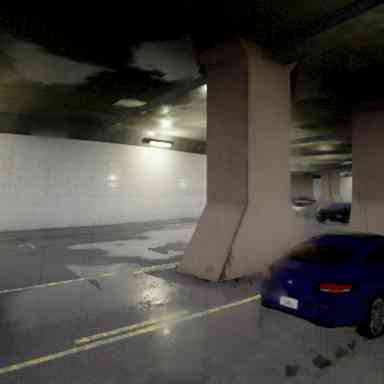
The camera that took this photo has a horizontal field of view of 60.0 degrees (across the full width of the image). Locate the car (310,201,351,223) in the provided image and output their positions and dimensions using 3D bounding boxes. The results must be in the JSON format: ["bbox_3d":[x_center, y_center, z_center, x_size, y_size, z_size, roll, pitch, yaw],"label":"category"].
[{"bbox_3d":[10.833,1.524,24.595,2.033,1.411,5.357,0,0,38],"label":"car"}]

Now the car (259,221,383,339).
[{"bbox_3d":[3.242,1.519,6.568,4.674,1.442,1.812,0,0,-40],"label":"car"}]

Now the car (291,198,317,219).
[{"bbox_3d":[9.550,1.501,28.727,1.812,1.442,4.674,0,0,36],"label":"car"}]

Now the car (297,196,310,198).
[{"bbox_3d":[21.893,1.488,64.761,2.033,1.411,5.357,0,0,-20],"label":"car"}]
